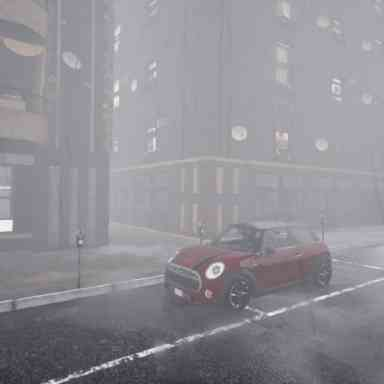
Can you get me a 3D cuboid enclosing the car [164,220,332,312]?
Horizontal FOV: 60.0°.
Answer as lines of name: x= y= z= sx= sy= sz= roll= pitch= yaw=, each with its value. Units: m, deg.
car: x=1.360 y=1.442 z=7.670 sx=4.097 sy=1.590 sz=1.967 roll=0 pitch=1 yaw=-35
